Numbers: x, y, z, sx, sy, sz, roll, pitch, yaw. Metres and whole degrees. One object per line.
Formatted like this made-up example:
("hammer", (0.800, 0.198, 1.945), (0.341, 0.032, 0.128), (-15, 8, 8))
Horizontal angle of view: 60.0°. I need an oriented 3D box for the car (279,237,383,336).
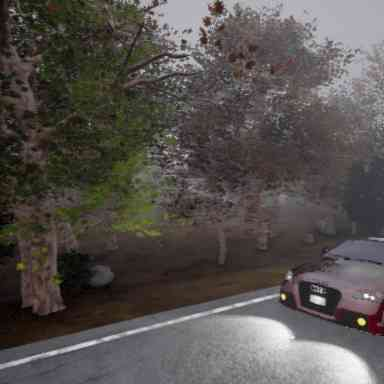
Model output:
("car", (3.690, 1.625, 6.609), (4.181, 1.385, 1.994), (1, -1, -35))
